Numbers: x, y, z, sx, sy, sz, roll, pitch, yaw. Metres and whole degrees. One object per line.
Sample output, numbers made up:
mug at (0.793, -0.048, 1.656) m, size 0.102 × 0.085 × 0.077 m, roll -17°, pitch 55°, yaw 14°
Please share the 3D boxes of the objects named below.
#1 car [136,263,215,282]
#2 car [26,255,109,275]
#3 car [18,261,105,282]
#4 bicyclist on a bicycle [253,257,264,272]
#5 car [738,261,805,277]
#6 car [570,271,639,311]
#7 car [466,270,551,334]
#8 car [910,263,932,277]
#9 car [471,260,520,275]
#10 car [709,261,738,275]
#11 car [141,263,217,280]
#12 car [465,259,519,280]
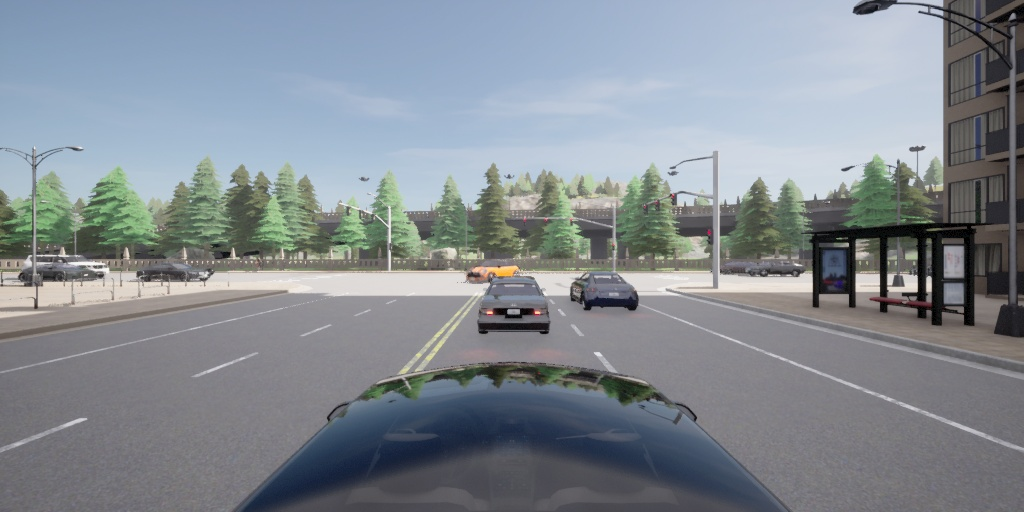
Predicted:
car at (-25.549, 1.220, 27.112) m, size 4.674 × 1.442 × 1.812 m, roll 0°, pitch 0°, yaw -1°
car at (-38.078, 0.916, 30.634) m, size 5.566 × 2.045 × 2.150 m, roll 0°, pitch 0°, yaw -1°
car at (-34.242, 1.258, 27.136) m, size 4.181 × 1.385 × 1.994 m, roll 0°, pitch 0°, yaw 0°
bicyclist on a bicycle at (-29.461, 0.995, 41.659) m, size 0.582 × 1.620 × 1.656 m, roll 0°, pitch 0°, yaw 1°
car at (24.528, 1.186, 33.563) m, size 4.902 × 1.511 × 2.128 m, roll 0°, pitch 0°, yaw 2°
car at (3.579, 1.314, 14.568) m, size 1.994 × 1.385 × 4.181 m, roll 0°, pitch 0°, yaw 0°
car at (0.060, 1.297, 10.558) m, size 2.033 × 1.411 × 5.357 m, roll 0°, pitch 0°, yaw 1°
car at (39.125, 1.185, 32.213) m, size 4.902 × 1.511 × 2.128 m, roll 0°, pitch 0°, yaw 15°
car at (-1.676, 1.189, 37.498) m, size 4.902 × 1.511 × 2.128 m, roll 0°, pitch 0°, yaw 1°
car at (23.455, 1.242, 37.127) m, size 5.357 × 1.411 × 2.033 m, roll 0°, pitch 0°, yaw 1°
car at (-28.362, 1.295, 30.644) m, size 4.718 × 1.301 × 1.895 m, roll 0°, pitch 0°, yaw 1°
car at (-1.437, 1.081, 27.281) m, size 2.097 × 1.767 × 4.553 m, roll 1°, pitch 0°, yaw 36°
